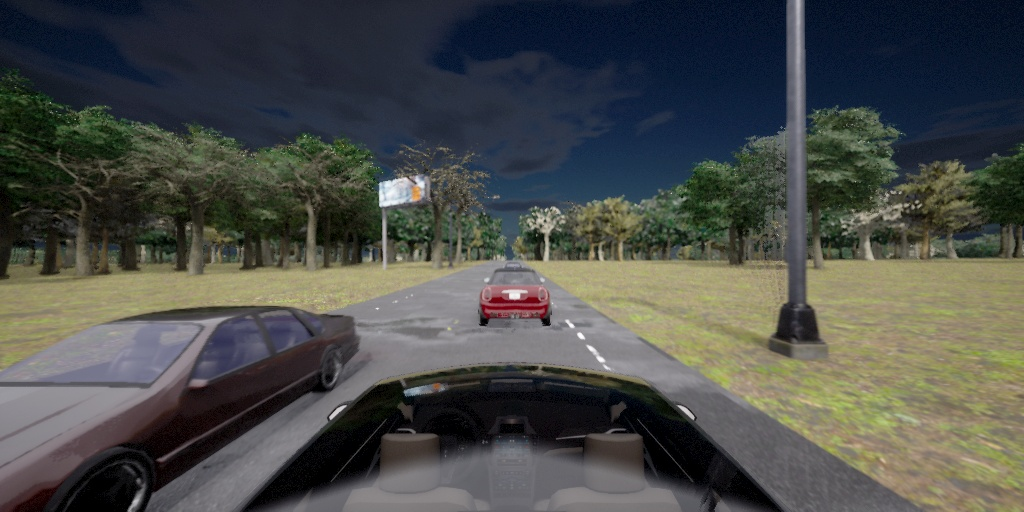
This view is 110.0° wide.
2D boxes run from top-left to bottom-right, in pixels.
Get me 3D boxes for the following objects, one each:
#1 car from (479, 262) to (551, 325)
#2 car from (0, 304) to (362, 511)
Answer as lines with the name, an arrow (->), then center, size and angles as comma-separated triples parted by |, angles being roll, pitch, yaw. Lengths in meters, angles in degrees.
car -> 0.088, 1.159, 12.222 | 2.097, 1.767, 4.553 | 0, 0, 0
car -> -3.585, 1.314, 4.045 | 2.033, 1.411, 5.357 | 0, 0, 0
